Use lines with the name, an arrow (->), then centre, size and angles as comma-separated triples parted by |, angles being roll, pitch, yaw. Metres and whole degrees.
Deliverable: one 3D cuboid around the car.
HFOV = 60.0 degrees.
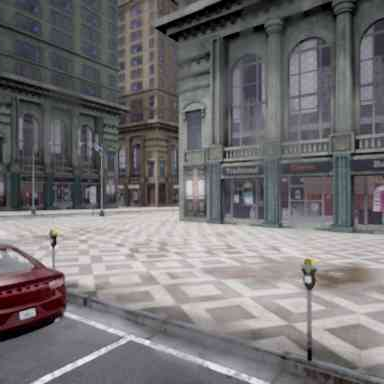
car -> -4.079, 1.543, 5.866 | 4.507, 1.381, 1.887 | 0, 0, 35
